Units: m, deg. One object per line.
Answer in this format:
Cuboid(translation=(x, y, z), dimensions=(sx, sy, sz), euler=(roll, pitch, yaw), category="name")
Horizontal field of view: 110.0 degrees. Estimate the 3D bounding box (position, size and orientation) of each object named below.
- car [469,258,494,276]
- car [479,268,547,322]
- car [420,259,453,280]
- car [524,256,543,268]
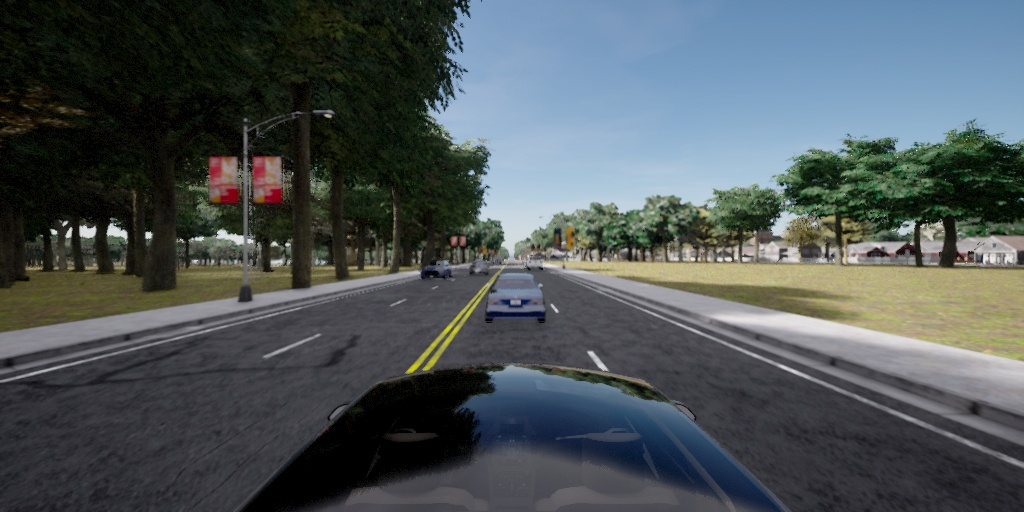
Cuboid(translation=(-3.349, 1.260, 37.142), dimensions=(2.128, 1.511, 4.902), euler=(0, 0, 0), category="car")
Cuboid(translation=(0.097, 1.298, 12.181), dimensions=(2.033, 1.411, 5.357), euler=(0, 0, 0), category="car")
Cuboid(translation=(-6.601, 1.115, 31.687), dimensions=(2.097, 1.767, 4.553), euler=(0, 0, 0), category="car")
Cuboid(translation=(3.339, 1.012, 53.389), dimensions=(2.150, 2.045, 5.566), euler=(0, 0, 0), category="car")
